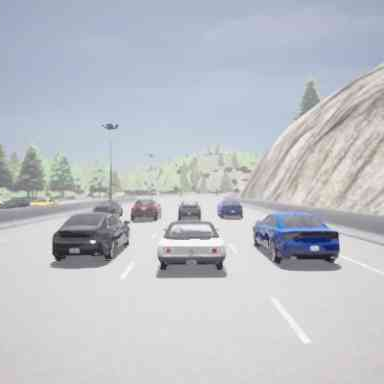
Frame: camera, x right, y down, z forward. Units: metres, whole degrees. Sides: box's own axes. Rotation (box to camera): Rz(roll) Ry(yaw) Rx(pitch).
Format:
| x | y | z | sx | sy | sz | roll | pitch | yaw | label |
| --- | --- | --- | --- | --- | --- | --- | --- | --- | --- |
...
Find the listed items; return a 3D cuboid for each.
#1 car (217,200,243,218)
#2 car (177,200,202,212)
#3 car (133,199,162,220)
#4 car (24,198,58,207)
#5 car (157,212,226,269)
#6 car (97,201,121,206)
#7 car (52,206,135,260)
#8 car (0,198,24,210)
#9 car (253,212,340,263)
| x | y | z | sx | sy | sz | roll | pitch | yaw | label |
| --- | --- | --- | --- | --- | --- | --- | --- | --- | --- |
| 3.279 | 1.413 | 29.393 | 1.882 | 1.535 | 5.008 | 0 | 0 | 0 | car |
| -0.207 | 1.448 | 27.785 | 2.128 | 1.511 | 4.902 | 0 | 0 | 0 | car |
| -3.706 | 1.328 | 27.478 | 2.097 | 1.767 | 4.553 | 0 | 0 | 0 | car |
| -18.024 | 1.509 | 40.636 | 1.882 | 1.535 | 5.008 | 0 | 0 | 0 | car |
| -0.025 | 1.583 | 11.092 | 1.895 | 1.301 | 4.718 | 0 | 0 | 0 | car |
| -7.221 | 1.518 | 28.737 | 1.812 | 1.442 | 4.674 | 0 | 0 | -1 | car |
| -3.537 | 1.504 | 12.376 | 1.837 | 1.490 | 4.892 | 0 | 0 | 0 | car |
| -21.525 | 1.554 | 40.875 | 1.837 | 1.490 | 4.892 | 0 | 0 | 0 | car |
| 3.460 | 1.440 | 11.922 | 1.882 | 1.535 | 5.008 | 0 | 0 | -1 | car |
